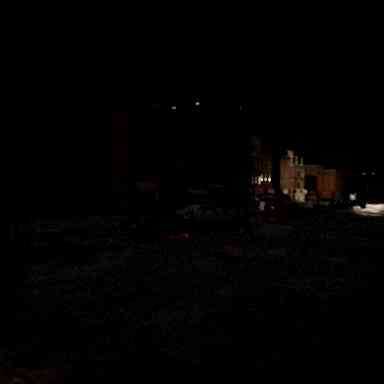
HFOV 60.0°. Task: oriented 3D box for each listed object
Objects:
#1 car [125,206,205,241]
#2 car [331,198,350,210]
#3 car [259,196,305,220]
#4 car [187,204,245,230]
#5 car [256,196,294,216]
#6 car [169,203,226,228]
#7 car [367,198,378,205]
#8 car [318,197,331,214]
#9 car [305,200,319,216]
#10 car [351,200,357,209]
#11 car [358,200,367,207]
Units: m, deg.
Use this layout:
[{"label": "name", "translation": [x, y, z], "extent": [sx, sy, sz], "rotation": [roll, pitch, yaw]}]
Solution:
[{"label": "car", "translation": [-1.461, 1.613, 16.862], "extent": [1.947, 1.339, 4.313], "rotation": [0, -1, 35]}, {"label": "car", "translation": [21.351, 1.825, 48.934], "extent": [1.967, 1.590, 4.097], "rotation": [0, -1, 35]}, {"label": "car", "translation": [8.316, 1.496, 30.610], "extent": [2.192, 1.841, 5.009], "rotation": [0, -1, 35]}, {"label": "car", "translation": [1.897, 1.617, 21.583], "extent": [1.752, 1.417, 4.829], "rotation": [0, -1, 35]}, {"label": "car", "translation": [9.238, 1.431, 36.439], "extent": [2.150, 2.045, 5.566], "rotation": [0, 0, 35]}, {"label": "car", "translation": [0.510, 1.615, 24.174], "extent": [1.812, 1.442, 4.674], "rotation": [0, 0, 35]}, {"label": "car", "translation": [44.158, 2.402, 81.000], "extent": [1.947, 1.339, 4.313], "rotation": [-1, -1, 35]}, {"label": "car", "translation": [14.834, 1.719, 39.771], "extent": [1.967, 1.590, 4.097], "rotation": [0, -1, 35]}, {"label": "car", "translation": [11.673, 1.755, 35.327], "extent": [1.752, 1.417, 4.829], "rotation": [0, -1, 35]}, {"label": "car", "translation": [24.608, 1.993, 53.514], "extent": [2.008, 1.369, 4.403], "rotation": [0, -1, 35]}, {"label": "car", "translation": [31.125, 2.113, 62.677], "extent": [2.008, 1.369, 4.403], "rotation": [0, -1, 35]}]
